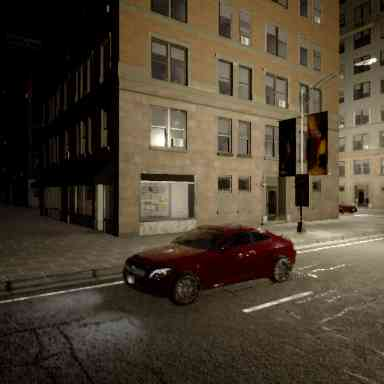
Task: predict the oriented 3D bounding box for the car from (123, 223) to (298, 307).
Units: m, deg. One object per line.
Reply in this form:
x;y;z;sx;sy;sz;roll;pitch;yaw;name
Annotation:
0.646;1.526;8.125;4.674;1.442;1.812;0;0;-35;car

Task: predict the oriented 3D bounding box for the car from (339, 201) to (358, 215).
14.710;1.547;34.271;1.994;1.385;4.181;0;0;-35;car
